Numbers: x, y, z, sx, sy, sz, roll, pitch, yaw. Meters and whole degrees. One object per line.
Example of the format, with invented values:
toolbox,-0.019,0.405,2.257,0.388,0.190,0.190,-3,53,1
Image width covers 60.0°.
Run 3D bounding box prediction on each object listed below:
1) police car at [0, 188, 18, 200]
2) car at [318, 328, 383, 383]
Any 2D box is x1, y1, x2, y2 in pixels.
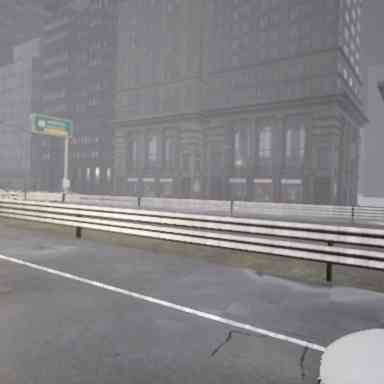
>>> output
police car,-26.828,0.317,46.387,5.238,1.638,1.930,1,1,18
car,3.123,1.568,1.766,4.674,1.442,1.812,2,1,35
